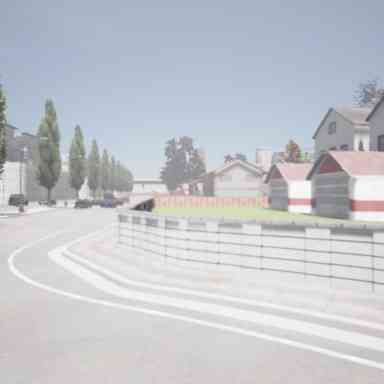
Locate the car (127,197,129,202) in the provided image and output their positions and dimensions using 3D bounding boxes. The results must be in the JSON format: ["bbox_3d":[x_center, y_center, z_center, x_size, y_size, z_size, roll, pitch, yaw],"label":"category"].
[{"bbox_3d":[-15.619,1.551,76.822,1.994,1.385,4.181,0,0,-6],"label":"car"}]

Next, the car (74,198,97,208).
[{"bbox_3d":[-16.164,1.647,49.681,2.128,1.511,4.902,0,0,-6],"label":"car"}]

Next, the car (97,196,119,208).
[{"bbox_3d":[-12.739,1.718,50.609,1.994,1.385,4.181,0,0,-6],"label":"car"}]

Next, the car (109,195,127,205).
[{"bbox_3d":[-14.129,1.741,63.339,2.033,1.411,5.357,0,0,-6],"label":"car"}]

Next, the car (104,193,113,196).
[{"bbox_3d":[-19.103,1.226,76.479,2.150,2.045,5.566,0,0,-6],"label":"car"}]

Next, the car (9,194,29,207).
[{"bbox_3d":[-29.192,1.341,56.065,2.150,2.045,5.566,2,-1,-38],"label":"car"}]

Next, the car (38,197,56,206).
[{"bbox_3d":[-25.171,1.652,57.889,2.128,1.511,4.902,0,0,-6],"label":"car"}]
